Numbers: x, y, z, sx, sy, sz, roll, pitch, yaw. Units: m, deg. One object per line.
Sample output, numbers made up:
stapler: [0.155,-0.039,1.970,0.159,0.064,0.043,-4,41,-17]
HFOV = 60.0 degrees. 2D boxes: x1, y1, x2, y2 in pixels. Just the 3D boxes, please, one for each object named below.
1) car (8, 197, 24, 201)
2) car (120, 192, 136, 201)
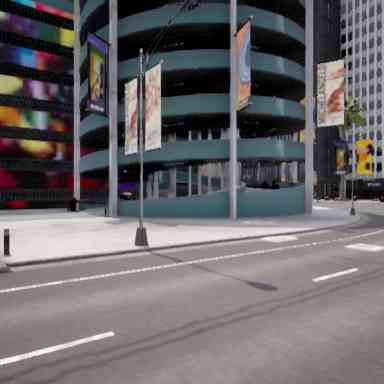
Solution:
car: [-27.084,1.400,51.313,1.895,1.301,4.718,0,0,-36]
car: [-12.568,0.969,62.809,2.435,2.045,5.566,0,0,-36]
